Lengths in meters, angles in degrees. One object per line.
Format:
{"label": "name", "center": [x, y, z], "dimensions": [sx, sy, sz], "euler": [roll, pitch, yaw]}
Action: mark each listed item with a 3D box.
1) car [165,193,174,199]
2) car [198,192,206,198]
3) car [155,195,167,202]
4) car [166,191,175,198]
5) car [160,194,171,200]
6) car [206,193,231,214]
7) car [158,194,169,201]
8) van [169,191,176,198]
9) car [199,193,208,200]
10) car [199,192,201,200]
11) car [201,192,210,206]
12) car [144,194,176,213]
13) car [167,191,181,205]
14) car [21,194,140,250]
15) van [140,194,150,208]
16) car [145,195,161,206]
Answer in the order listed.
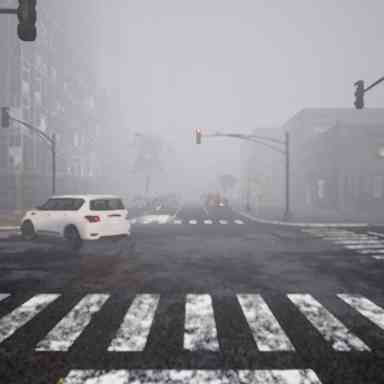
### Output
{"label": "car", "center": [-5.663, 0.975, 83.385], "dimensions": [2.008, 1.369, 4.403], "euler": [1, 0, 0]}
{"label": "car", "center": [2.719, 0.825, 89.095], "dimensions": [1.967, 1.590, 4.097], "euler": [1, 0, 0]}
{"label": "car", "center": [-5.667, 1.164, 60.690], "dimensions": [1.802, 1.307, 4.206], "euler": [1, 0, 0]}
{"label": "car", "center": [-5.658, 0.700, 89.057], "dimensions": [2.192, 1.841, 5.009], "euler": [1, 0, 0]}
{"label": "car", "center": [-5.665, 1.069, 72.037], "dimensions": [1.947, 1.339, 4.313], "euler": [1, 0, 0]}
{"label": "car", "center": [2.710, 1.218, 32.357], "dimensions": [1.967, 1.590, 4.097], "euler": [1, 0, 0]}
{"label": "car", "center": [-5.666, 1.108, 66.364], "dimensions": [1.947, 1.339, 4.313], "euler": [1, 0, 0]}
{"label": "van", "center": [-5.657, 0.686, 94.731], "dimensions": [1.690, 1.788, 3.998], "euler": [1, 0, 0]}
{"label": "car", "center": [2.715, 1.029, 77.749], "dimensions": [1.947, 1.339, 4.313], "euler": [1, 0, 0]}
{"label": "car", "center": [2.718, 0.857, 66.399], "dimensions": [2.192, 1.841, 5.009], "euler": [1, 0, 0]}
{"label": "car", "center": [2.714, 1.015, 43.703], "dimensions": [2.192, 1.841, 5.009], "euler": [1, 0, 0]}
{"label": "car", "center": [-3.093, 1.264, 33.107], "dimensions": [2.128, 1.511, 4.902], "euler": [0, 0, 0]}
{"label": "car", "center": [-3.075, 1.015, 48.775], "dimensions": [2.097, 1.767, 4.553], "euler": [0, 1, 0]}
{"label": "car", "center": [-5.036, 1.125, 14.092], "dimensions": [5.566, 2.045, 2.150], "euler": [0, -1, 38]}
{"label": "van", "center": [-5.667, 1.080, 37.993], "dimensions": [1.690, 1.788, 3.998], "euler": [1, 0, 0]}
{"label": "car", "center": [-5.668, 1.187, 49.172], "dimensions": [1.752, 1.417, 4.829], "euler": [1, 0, 0]}
